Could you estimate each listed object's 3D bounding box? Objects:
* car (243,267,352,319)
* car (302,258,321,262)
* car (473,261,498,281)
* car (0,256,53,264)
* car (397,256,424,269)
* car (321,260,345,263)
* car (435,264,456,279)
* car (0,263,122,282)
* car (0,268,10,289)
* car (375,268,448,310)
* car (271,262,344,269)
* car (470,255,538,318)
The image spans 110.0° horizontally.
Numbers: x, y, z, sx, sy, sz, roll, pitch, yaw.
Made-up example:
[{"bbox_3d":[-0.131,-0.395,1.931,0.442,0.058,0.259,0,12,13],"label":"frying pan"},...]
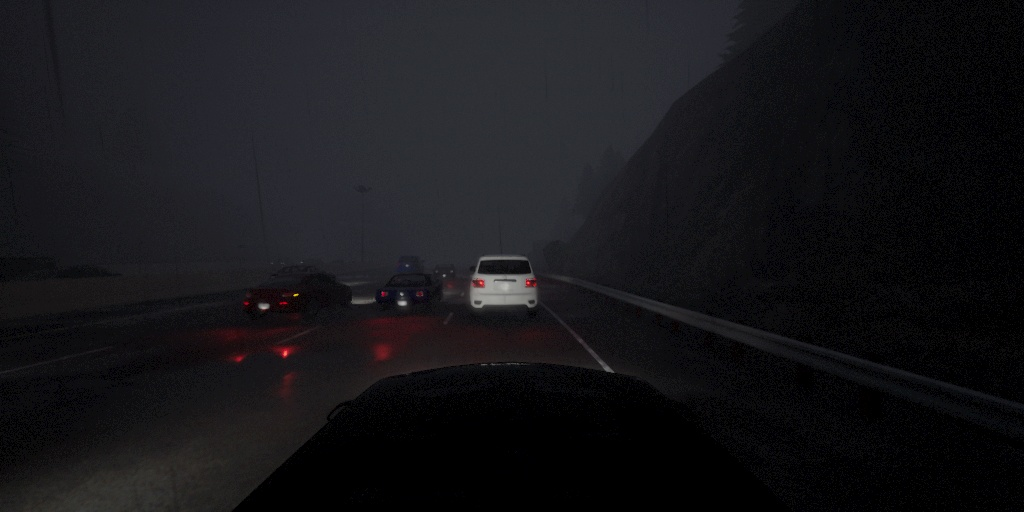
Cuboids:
[{"bbox_3d":[-7.356,1.291,12.736,1.812,1.442,4.674,0,0,-3],"label":"car"},{"bbox_3d":[-30.996,1.164,55.733,2.097,1.767,4.553,0,0,-8],"label":"car"},{"bbox_3d":[-2.371,1.259,31.436,1.837,1.490,4.892,0,0,-8],"label":"car"},{"bbox_3d":[-25.438,1.026,17.096,2.150,2.045,5.566,0,0,-6],"label":"car"},{"bbox_3d":[-10.077,0.991,35.787,2.150,2.045,5.566,0,0,-9],"label":"car"},{"bbox_3d":[-27.521,1.353,56.210,2.033,1.411,5.357,0,0,-8],"label":"car"},{"bbox_3d":[-6.046,1.362,32.507,1.895,1.301,4.718,0,0,-8],"label":"car"},{"bbox_3d":[-21.956,1.273,17.370,1.882,1.535,5.008,0,0,-6],"label":"car"},{"bbox_3d":[-32.841,1.418,20.543,1.895,1.301,4.718,0,0,-7],"label":"car"},{"bbox_3d":[-3.979,1.359,14.738,1.895,1.301,4.718,0,0,-4],"label":"car"},{"bbox_3d":[-11.489,1.265,19.970,2.128,1.511,4.902,0,0,-6],"label":"car"},{"bbox_3d":[-0.361,0.971,13.203,2.150,2.045,5.566,0,0,-3],"label":"car"}]
